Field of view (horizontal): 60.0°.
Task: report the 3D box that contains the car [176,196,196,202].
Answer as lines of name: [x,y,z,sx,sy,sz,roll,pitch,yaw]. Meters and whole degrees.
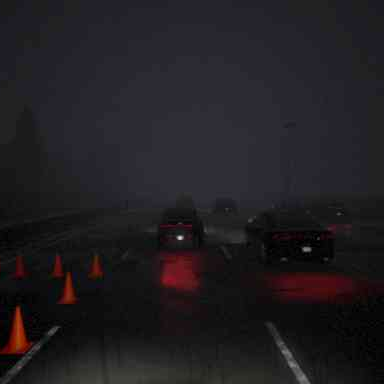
car: [-0.667,1.195,34.392,1.882,1.535,5.008,0,0,-1]

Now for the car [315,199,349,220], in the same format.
car: [9.932,1.268,24.982,2.128,1.511,4.902,0,0,-1]

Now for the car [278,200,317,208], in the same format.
car: [6.459,1.368,22.406,1.994,1.385,4.181,0,0,-1]

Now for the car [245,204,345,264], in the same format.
car: [3.073,1.377,11.445,1.882,1.535,5.008,0,0,-1]

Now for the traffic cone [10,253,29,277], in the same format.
traffic cone: [-4.511,1.890,8.698,0.340,0.580,0.340,0,0,-1]

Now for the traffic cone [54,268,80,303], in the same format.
traffic cone: [-2.490,1.903,6.719,0.340,0.580,0.340,0,0,-1]

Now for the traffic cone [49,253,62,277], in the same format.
traffic cone: [-3.511,1.889,8.709,0.340,0.580,0.340,0,0,-1]

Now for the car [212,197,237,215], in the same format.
car: [2.878,1.224,30.103,1.882,1.535,5.008,0,0,-1]

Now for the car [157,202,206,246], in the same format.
car: [-0.460,1.385,14.496,1.837,1.490,4.892,0,0,-1]

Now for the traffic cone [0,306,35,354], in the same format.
traffic cone: [-2.469,1.920,4.719,0.340,0.580,0.340,0,0,-1]

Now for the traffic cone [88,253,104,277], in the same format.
traffic cone: [-2.511,1.887,8.719,0.340,0.580,0.340,0,0,-1]
